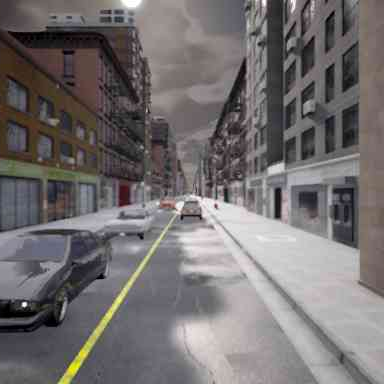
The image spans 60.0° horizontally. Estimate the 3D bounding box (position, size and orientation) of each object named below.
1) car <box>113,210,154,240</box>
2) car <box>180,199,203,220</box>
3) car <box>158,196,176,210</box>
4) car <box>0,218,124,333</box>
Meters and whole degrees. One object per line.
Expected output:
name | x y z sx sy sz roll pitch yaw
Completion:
car | -3.144 1.607 17.292 1.895 1.301 4.718 0 0 0
car | -0.026 1.553 28.121 2.033 1.411 5.357 0 0 0
car | -3.145 1.362 43.327 2.097 1.767 4.553 0 0 0
car | -3.121 1.552 7.328 2.033 1.411 5.357 0 0 0
